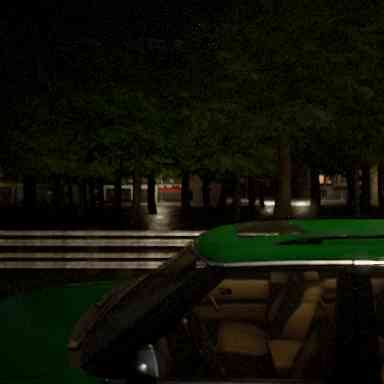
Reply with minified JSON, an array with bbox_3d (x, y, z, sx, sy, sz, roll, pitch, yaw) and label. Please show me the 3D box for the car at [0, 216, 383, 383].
[{"bbox_3d":[0.706,1.229,2.429,5.566,2.045,2.150,0,0,4],"label":"car"}]
